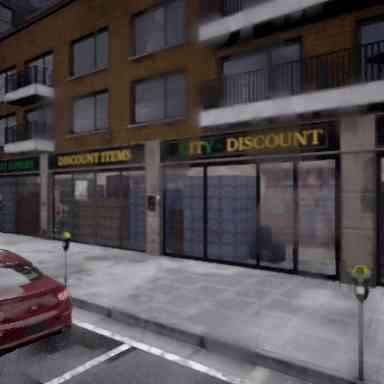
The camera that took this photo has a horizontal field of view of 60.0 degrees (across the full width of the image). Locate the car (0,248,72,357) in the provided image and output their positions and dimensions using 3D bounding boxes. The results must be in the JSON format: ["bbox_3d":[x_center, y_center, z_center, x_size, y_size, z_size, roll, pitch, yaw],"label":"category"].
[{"bbox_3d":[-3.662,1.585,5.421,4.206,1.307,1.802,0,0,35],"label":"car"}]
